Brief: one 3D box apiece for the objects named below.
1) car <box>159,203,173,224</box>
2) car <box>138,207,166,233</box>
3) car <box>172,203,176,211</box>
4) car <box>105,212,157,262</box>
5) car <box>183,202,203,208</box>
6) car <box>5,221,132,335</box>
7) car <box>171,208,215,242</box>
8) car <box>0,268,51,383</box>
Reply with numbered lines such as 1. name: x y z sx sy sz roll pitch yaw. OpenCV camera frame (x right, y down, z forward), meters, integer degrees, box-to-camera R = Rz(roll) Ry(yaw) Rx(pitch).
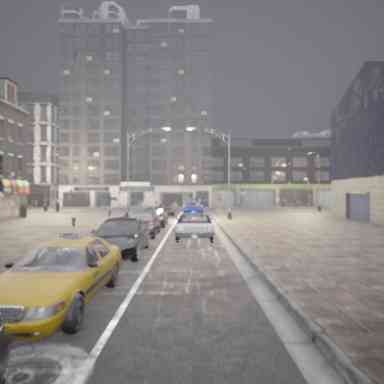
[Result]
1. car: -2.618 1.721 23.379 1.947 1.339 4.313 0 0 0
2. car: -2.623 1.701 17.927 1.802 1.307 4.206 0 0 0
3. car: -2.608 1.792 34.283 1.947 1.339 4.313 0 0 0
4. car: -2.628 1.649 12.476 1.947 1.339 4.313 0 0 0
5. car: 0.120 1.697 33.105 1.882 1.535 5.008 0 -1 0
6. car: -2.633 1.571 6.853 1.752 1.417 4.829 0 0 0
7. car: 0.117 1.715 17.076 1.895 1.301 4.718 0 0 0
8. car: -2.638 1.562 1.571 2.008 1.369 4.403 0 0 0
